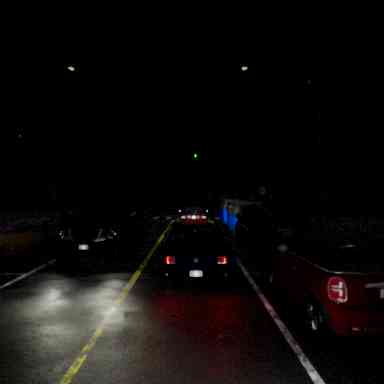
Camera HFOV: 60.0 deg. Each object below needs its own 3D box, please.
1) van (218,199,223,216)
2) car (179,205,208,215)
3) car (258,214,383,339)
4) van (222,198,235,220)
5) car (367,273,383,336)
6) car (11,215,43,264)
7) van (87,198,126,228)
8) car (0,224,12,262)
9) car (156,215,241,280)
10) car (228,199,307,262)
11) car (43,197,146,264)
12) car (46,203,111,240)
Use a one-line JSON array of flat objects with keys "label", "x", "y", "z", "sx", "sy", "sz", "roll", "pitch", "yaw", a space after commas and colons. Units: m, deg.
[{"label": "van", "x": 2.762, "y": 1.348, "z": 22.900, "sx": 1.690, "sy": 1.788, "sz": 3.998, "roll": 0, "pitch": 0, "yaw": 0}, {"label": "car", "x": 0.100, "y": 1.554, "z": 22.326, "sx": 2.033, "sy": 1.411, "sz": 5.357, "roll": 0, "pitch": 0, "yaw": 0}, {"label": "car", "x": 2.761, "y": 1.441, "z": 6.587, "sx": 1.967, "sy": 1.590, "sz": 4.097, "roll": 0, "pitch": 0, "yaw": 0}, {"label": "van", "x": 2.761, "y": 1.346, "z": 17.462, "sx": 1.690, "sy": 1.788, "sz": 3.998, "roll": 0, "pitch": 0, "yaw": 0}, {"label": "car", "x": 2.761, "y": 1.545, "z": 1.150, "sx": 1.887, "sy": 1.381, "sz": 4.507, "roll": 0, "pitch": 0, "yaw": 0}, {"label": "car", "x": -5.764, "y": 1.528, "z": 11.855, "sx": 1.752, "sy": 1.417, "sz": 4.829, "roll": 0, "pitch": 0, "yaw": 0}, {"label": "van", "x": -5.764, "y": 1.347, "z": 22.901, "sx": 1.690, "sy": 1.788, "sz": 3.998, "roll": 0, "pitch": 0, "yaw": 0}, {"label": "car", "x": -5.764, "y": 1.567, "z": 6.588, "sx": 1.947, "sy": 1.339, "sz": 4.313, "roll": 0, "pitch": 0, "yaw": 0}, {"label": "car", "x": 0.099, "y": 1.603, "z": 9.915, "sx": 1.895, "sy": 1.301, "sz": 4.718, "roll": 0, "pitch": 0, "yaw": 0}, {"label": "car", "x": 2.761, "y": 1.318, "z": 12.025, "sx": 2.192, "sy": 1.841, "sz": 5.009, "roll": 0, "pitch": 0, "yaw": 0}, {"label": "car", "x": -3.070, "y": 1.226, "z": 12.243, "sx": 2.150, "sy": 2.045, "sz": 5.566, "roll": 0, "pitch": 0, "yaw": 0}, {"label": "car", "x": -5.764, "y": 1.444, "z": 17.463, "sx": 1.967, "sy": 1.590, "sz": 4.097, "roll": 0, "pitch": 0, "yaw": 0}]
